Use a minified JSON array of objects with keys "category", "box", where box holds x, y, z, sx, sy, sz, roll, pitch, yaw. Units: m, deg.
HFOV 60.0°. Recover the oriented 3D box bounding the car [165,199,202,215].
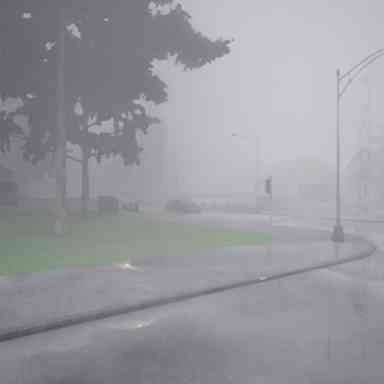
[{"category":"car","box":[-0.966,1.492,33.798,1.837,1.490,4.892,0,0,-36]}]
